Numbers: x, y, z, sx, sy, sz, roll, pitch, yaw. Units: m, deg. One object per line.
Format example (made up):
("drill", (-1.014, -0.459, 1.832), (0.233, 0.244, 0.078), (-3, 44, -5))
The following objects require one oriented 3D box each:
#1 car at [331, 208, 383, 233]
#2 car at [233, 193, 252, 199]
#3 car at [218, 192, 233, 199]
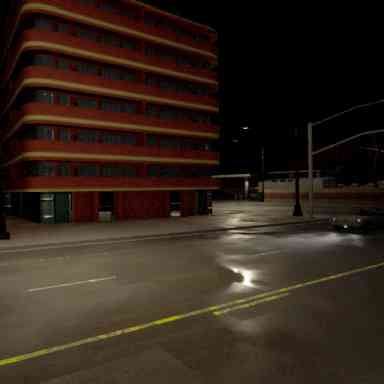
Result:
("car", (10.362, 1.614, 19.848), (4.718, 1.301, 1.895), (0, 0, -35))
("car", (12.890, 1.061, 81.963), (3.806, 1.475, 1.970), (-1, 1, -35))
("car", (8.918, 0.930, 86.185), (4.611, 1.667, 2.242), (-1, 1, -35))
